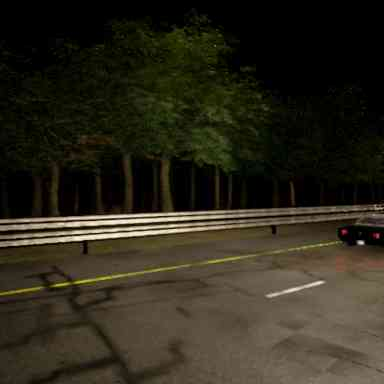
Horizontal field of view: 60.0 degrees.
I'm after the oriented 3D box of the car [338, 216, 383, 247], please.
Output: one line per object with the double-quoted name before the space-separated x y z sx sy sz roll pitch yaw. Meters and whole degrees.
"car" 8.232 1.639 13.935 4.718 1.301 1.895 0 0 -35
